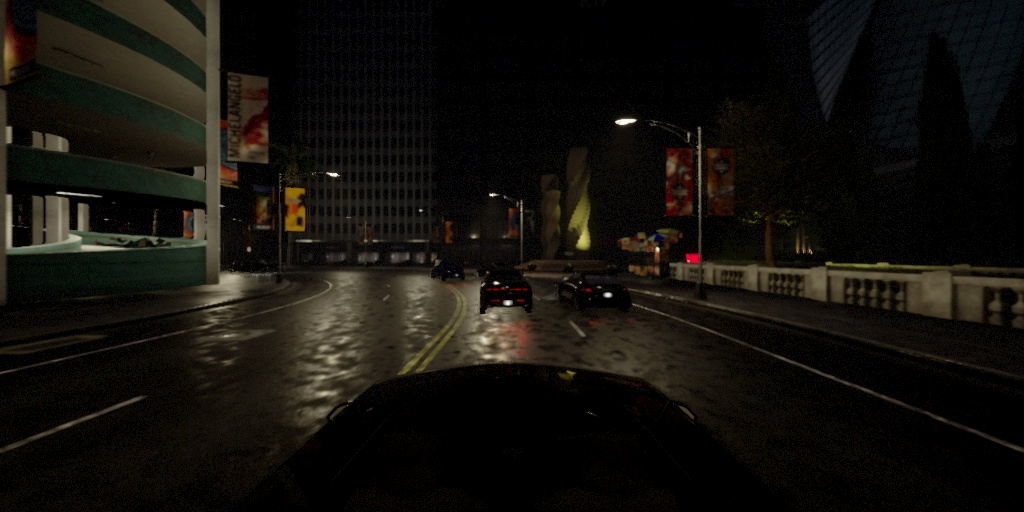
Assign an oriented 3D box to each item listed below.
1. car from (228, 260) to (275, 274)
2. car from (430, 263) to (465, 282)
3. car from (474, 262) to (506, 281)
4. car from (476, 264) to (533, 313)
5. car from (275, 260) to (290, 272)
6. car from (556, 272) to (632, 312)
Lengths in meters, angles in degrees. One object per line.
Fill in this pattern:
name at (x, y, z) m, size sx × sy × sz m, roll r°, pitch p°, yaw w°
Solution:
car at (-30.743, 1.277, 41.870) m, size 4.892 × 1.490 × 1.837 m, roll -1°, pitch -1°, yaw 17°
car at (-5.335, 1.283, 29.613) m, size 1.812 × 1.442 × 4.674 m, roll 0°, pitch 0°, yaw -28°
car at (-1.535, 1.263, 29.876) m, size 1.837 × 1.490 × 4.892 m, roll 0°, pitch 0°, yaw -27°
car at (-0.365, 1.258, 14.042) m, size 1.837 × 1.490 × 4.892 m, roll 0°, pitch 0°, yaw -6°
car at (-30.606, 1.264, 45.452) m, size 4.902 × 1.511 × 2.128 m, roll 0°, pitch 0°, yaw 16°
car at (3.100, 1.315, 14.336) m, size 1.994 × 1.385 × 4.181 m, roll 0°, pitch 0°, yaw -6°
